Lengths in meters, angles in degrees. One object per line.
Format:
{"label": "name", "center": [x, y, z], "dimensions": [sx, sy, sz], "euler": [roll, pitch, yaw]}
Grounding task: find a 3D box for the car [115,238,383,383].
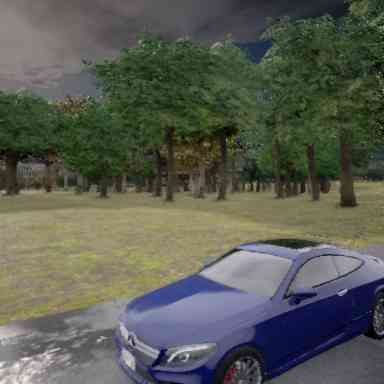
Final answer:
{"label": "car", "center": [1.226, 1.473, 4.861], "dimensions": [4.674, 1.442, 1.812], "euler": [-1, 1, -35]}
